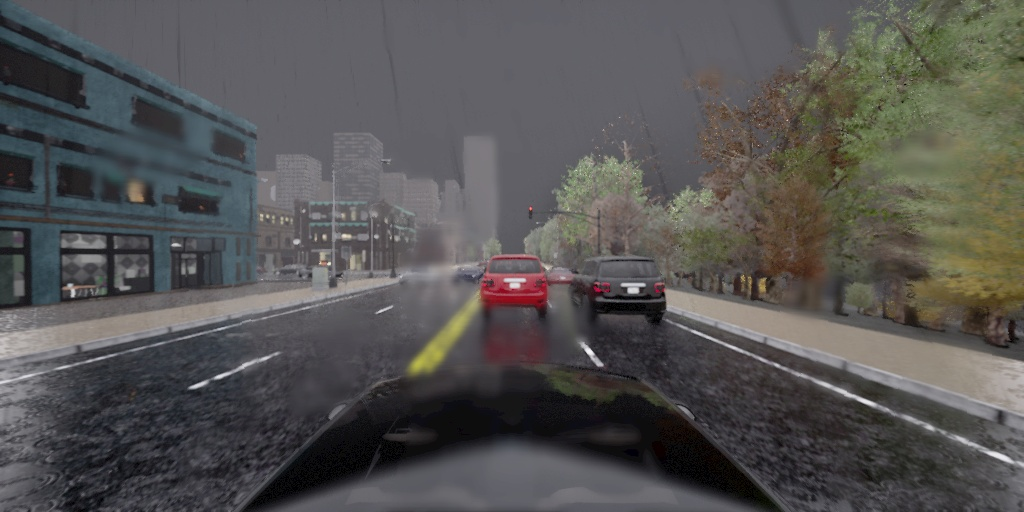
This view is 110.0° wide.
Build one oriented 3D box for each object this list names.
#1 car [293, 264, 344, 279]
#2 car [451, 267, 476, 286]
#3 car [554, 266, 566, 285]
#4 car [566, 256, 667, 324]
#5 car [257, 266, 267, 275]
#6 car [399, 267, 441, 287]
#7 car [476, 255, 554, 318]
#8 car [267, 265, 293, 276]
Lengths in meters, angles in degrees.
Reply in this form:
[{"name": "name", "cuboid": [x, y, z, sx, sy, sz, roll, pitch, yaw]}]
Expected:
[{"name": "car", "cuboid": [-19.895, 1.720, 37.499, 4.313, 1.339, 1.948, 0, 0, 0]}, {"name": "car", "cuboid": [-3.240, 1.457, 26.434, 1.895, 1.301, 4.718, 0, 0, 1]}, {"name": "car", "cuboid": [3.387, 1.417, 25.641, 1.994, 1.385, 4.181, 0, 0, 0]}, {"name": "car", "cuboid": [3.346, 1.019, 12.291, 2.150, 2.045, 5.566, 0, 0, 2]}, {"name": "car", "cuboid": [-33.751, 1.848, 46.039, 4.207, 1.307, 1.802, 0, 0, 0]}, {"name": "car", "cuboid": [-6.498, 1.454, 25.723, 1.895, 1.301, 4.718, 0, 0, 1]}, {"name": "car", "cuboid": [0.111, 1.016, 13.326, 2.150, 2.045, 5.566, 0, -1, 1]}, {"name": "car", "cuboid": [-28.215, 1.754, 46.024, 4.403, 1.370, 2.007, 0, 0, 0]}]
